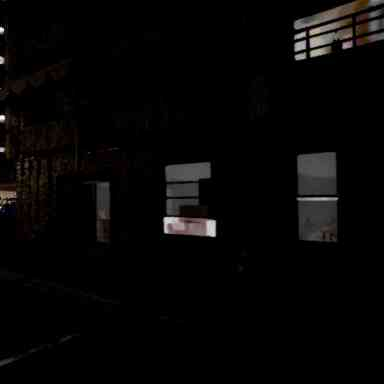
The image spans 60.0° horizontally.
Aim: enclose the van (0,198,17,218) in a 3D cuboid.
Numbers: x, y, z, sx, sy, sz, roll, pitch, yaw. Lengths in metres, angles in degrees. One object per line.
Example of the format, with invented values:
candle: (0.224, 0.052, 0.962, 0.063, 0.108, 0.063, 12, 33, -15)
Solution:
van: (-15.396, 1.399, 30.351, 1.690, 1.788, 3.998, -1, -1, 36)
